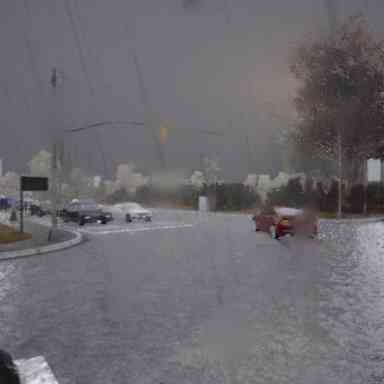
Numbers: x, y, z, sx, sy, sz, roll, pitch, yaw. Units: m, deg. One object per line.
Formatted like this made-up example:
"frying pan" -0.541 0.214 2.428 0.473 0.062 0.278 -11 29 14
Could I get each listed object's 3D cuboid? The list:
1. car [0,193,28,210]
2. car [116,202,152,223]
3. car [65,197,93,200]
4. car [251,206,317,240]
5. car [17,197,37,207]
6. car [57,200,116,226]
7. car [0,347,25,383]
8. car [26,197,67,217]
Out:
"car" -23.159 1.211 42.935 2.150 2.045 5.566 0 0 -39
"car" -4.888 1.508 25.776 1.812 1.442 4.674 0 0 -39
"car" -10.499 1.336 32.732 2.097 1.767 4.553 0 0 -39
"car" 4.520 1.455 16.994 1.882 1.535 5.008 1 0 -7
"car" -25.781 1.512 51.918 1.812 1.442 4.674 0 0 -38
"car" -7.673 1.536 23.621 2.033 1.411 5.357 0 0 -39
"car" -3.395 1.495 1.393 4.902 1.511 2.128 0 0 -37
"car" -13.735 1.495 31.169 1.837 1.490 4.892 0 0 -39
